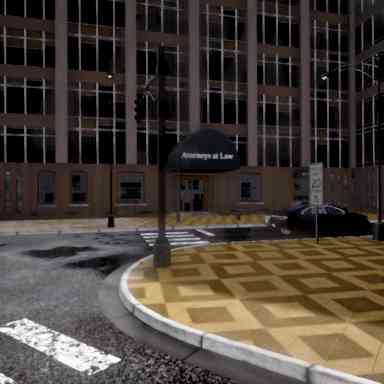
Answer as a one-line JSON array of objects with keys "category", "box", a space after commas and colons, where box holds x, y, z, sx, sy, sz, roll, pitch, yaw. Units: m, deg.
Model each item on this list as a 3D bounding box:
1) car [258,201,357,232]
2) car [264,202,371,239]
[{"category": "car", "box": [6.504, 1.313, 18.909, 4.902, 1.511, 2.128, 0, 0, -14]}, {"category": "car", "box": [6.106, 1.309, 15.875, 4.902, 1.511, 2.128, 0, 0, -14]}]
